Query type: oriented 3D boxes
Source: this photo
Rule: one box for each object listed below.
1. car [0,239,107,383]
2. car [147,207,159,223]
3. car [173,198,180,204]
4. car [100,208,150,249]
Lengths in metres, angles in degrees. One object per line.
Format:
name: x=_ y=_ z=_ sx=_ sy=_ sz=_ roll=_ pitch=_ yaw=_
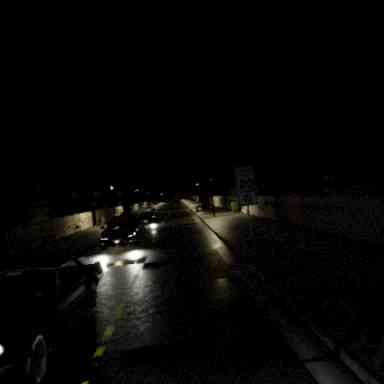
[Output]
car: x=-2.982 y=1.954 z=5.829 sx=1.895 sy=1.301 sz=4.718 roll=-6 pitch=0 yaw=-3
car: x=-4.210 y=2.191 z=31.950 sx=2.033 sy=1.411 sz=5.357 roll=-6 pitch=0 yaw=-2
car: x=-4.038 y=2.533 z=87.601 sx=2.033 sy=1.411 sz=5.357 roll=-6 pitch=0 yaw=-3
car: x=-3.540 y=1.982 z=17.519 sx=1.837 sy=1.490 sz=4.892 roll=-6 pitch=1 yaw=-2
